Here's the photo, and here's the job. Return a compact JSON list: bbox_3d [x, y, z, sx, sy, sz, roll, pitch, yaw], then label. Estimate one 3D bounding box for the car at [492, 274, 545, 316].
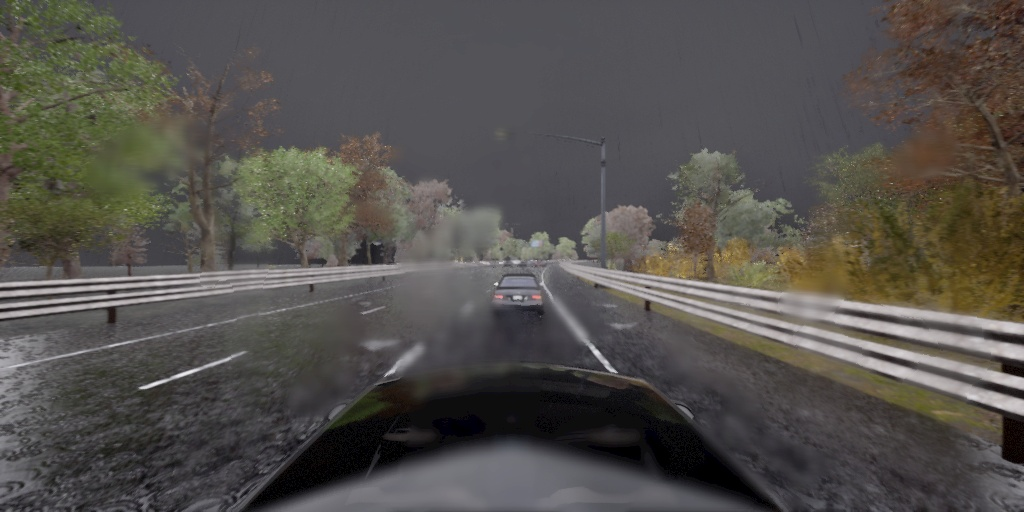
[{"bbox_3d":[0.277,1.382,13.845,2.033,1.411,5.357,0,0,2],"label":"car"}]
